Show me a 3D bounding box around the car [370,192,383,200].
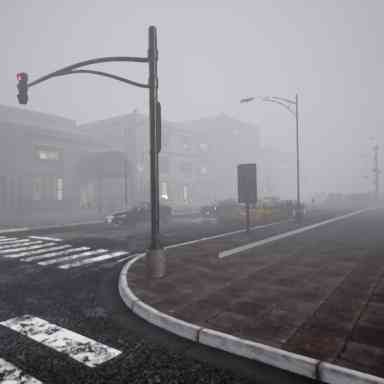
[{"bbox_3d":[36.933,0.773,66.383,1.947,1.339,4.313,-1,0,36],"label":"car"}]

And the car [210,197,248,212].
[{"bbox_3d":[4.012,1.294,35.391,1.752,1.417,4.829,-1,0,36],"label":"car"}]

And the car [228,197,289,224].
[{"bbox_3d":[4.472,1.244,21.787,1.752,1.417,4.829,-1,0,36],"label":"car"}]

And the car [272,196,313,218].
[{"bbox_3d":[7.628,1.219,26.123,2.008,1.369,4.403,-1,0,36],"label":"car"}]

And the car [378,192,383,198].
[{"bbox_3d":[43.270,0.654,75.077,1.887,1.381,4.507,-1,0,36],"label":"car"}]

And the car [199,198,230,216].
[{"bbox_3d":[2.584,1.379,29.042,1.895,1.301,4.718,-1,0,36],"label":"car"}]

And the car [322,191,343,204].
[{"bbox_3d":[21.437,0.814,49.512,2.097,1.767,4.553,-1,0,36],"label":"car"}]

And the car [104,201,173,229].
[{"bbox_3d":[-3.253,1.364,21.007,2.128,1.511,4.902,-1,0,37],"label":"car"}]

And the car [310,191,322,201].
[{"bbox_3d":[23.645,0.773,62.369,2.192,1.841,5.009,-1,0,36],"label":"car"}]

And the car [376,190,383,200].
[{"bbox_3d":[33.674,0.572,61.909,2.192,1.841,5.009,-1,0,36],"label":"car"}]

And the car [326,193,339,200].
[{"bbox_3d":[30.160,0.939,71.316,1.802,1.307,4.206,-1,0,36],"label":"car"}]

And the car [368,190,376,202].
[{"bbox_3d":[27.075,0.862,52.080,1.837,1.490,4.892,-1,0,36],"label":"car"}]

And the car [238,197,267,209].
[{"bbox_3d":[7.368,1.297,40.002,1.802,1.307,4.206,-1,0,36],"label":"car"}]

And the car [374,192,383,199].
[{"bbox_3d":[40.189,0.723,70.856,1.947,1.339,4.313,-1,0,36],"label":"car"}]

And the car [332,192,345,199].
[{"bbox_3d":[33.415,0.748,75.789,1.967,1.590,4.097,-1,0,36],"label":"car"}]

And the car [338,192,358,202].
[{"bbox_3d":[26.673,0.871,56.710,2.128,1.511,4.902,-1,0,36],"label":"car"}]

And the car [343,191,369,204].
[{"bbox_3d":[22.951,0.900,46.424,1.882,1.535,5.008,-1,0,36],"label":"car"}]
